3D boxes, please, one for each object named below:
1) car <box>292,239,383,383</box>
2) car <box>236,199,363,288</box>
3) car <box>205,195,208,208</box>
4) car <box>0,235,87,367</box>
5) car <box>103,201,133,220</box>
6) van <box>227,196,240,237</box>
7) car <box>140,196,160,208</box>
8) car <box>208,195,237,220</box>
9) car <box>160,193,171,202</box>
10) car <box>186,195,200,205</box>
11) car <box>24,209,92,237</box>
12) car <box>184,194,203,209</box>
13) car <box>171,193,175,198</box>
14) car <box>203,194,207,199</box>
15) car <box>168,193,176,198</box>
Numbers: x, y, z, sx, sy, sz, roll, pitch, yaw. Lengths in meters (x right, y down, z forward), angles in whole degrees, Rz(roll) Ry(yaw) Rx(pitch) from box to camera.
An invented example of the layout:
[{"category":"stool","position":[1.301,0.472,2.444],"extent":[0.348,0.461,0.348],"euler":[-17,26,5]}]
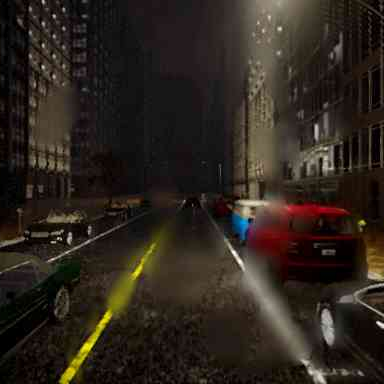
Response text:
[{"category":"car","position":[2.699,1.531,3.313],"extent":[2.008,1.369,4.403],"euler":[1,0,0]},{"category":"car","position":[2.704,1.261,8.953],"extent":[2.192,1.841,5.009],"euler":[1,0,0]},{"category":"car","position":[2.717,1.359,37.161],"extent":[1.802,1.307,4.206],"euler":[1,0,0]},{"category":"car","position":[-3.090,1.575,4.259],"extent":[1.895,1.301,4.718],"euler":[0,0,0]},{"category":"car","position":[-5.669,1.396,25.859],"extent":[2.008,1.369,4.403],"euler":[1,0,0]},{"category":"van","position":[2.708,1.254,14.594],"extent":[1.690,1.788,3.998],"euler":[1,0,0]},{"category":"car","position":[-5.660,1.293,42.788],"extent":[2.008,1.369,4.403],"euler":[1,0,0]},{"category":"car","position":[2.714,1.160,25.877],"extent":[2.192,1.841,5.009],"euler":[1,0,0]},{"category":"car","position":[-5.647,1.145,65.358],"extent":[1.887,1.381,4.507],"euler":[1,0,0]},{"category":"car","position":[0.125,1.234,51.784],"extent":[2.033,1.411,5.357],"euler":[0,0,0]},{"category":"car","position":[-5.675,1.463,14.574],"extent":[2.008,1.369,4.403],"euler":[1,0,0]},{"category":"car","position":[0.124,1.258,41.126],"extent":[1.837,1.490,4.892],"euler":[0,0,0]},{"category":"car","position":[-5.634,0.982,87.759],"extent":[1.752,1.417,4.829],"euler":[1,0,0]},{"category":"car","position":[2.721,1.267,42.971],"extent":[1.752,1.417,4.829],"euler":[1,0,0]},{"category":"car","position":[-5.631,0.963,93.571],"extent":[1.887,1.381,4.507],"euler":[1,0,0]}]
